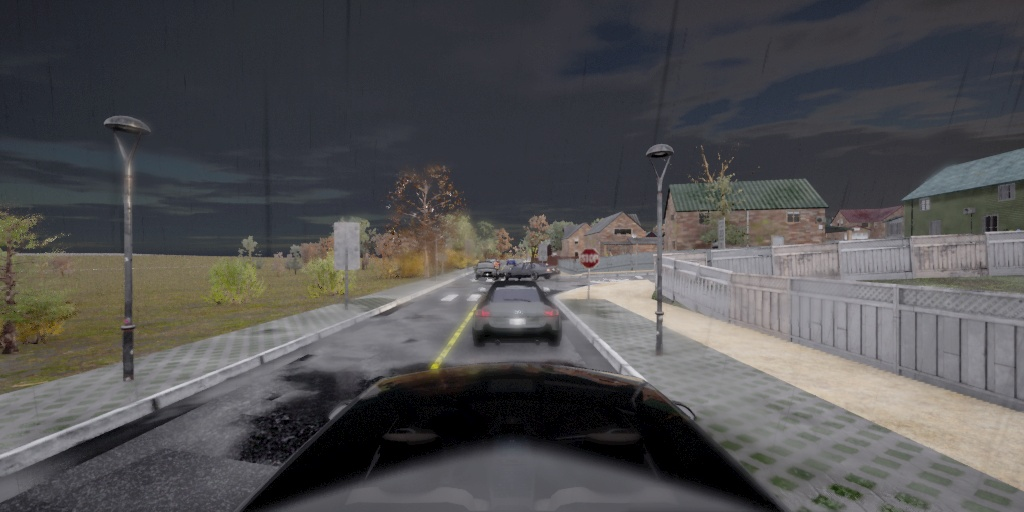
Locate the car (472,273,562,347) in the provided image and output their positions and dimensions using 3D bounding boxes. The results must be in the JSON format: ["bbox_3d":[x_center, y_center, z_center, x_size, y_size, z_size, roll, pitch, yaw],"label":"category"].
[{"bbox_3d":[0.084,1.313,9.344,1.994,1.385,4.181,0,0,-1],"label":"car"}]

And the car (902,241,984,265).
[{"bbox_3d":[23.842,-0.208,20.372,4.902,1.511,2.128,-3,0,14],"label":"car"}]

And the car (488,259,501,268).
[{"bbox_3d":[-2.979,1.256,61.117,1.882,1.535,5.008,0,0,0],"label":"car"}]

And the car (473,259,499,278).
[{"bbox_3d":[-2.324,1.257,31.264,1.837,1.490,4.892,0,0,-8],"label":"car"}]

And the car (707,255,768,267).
[{"bbox_3d":[14.336,0.413,22.770,4.181,1.385,1.994,-3,0,16],"label":"car"}]

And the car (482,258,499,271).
[{"bbox_3d":[-2.969,1.120,51.080,2.097,1.767,4.553,0,0,0],"label":"car"}]

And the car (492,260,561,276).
[{"bbox_3d":[1.271,1.197,28.361,5.357,1.411,2.033,-4,-3,43],"label":"car"}]
